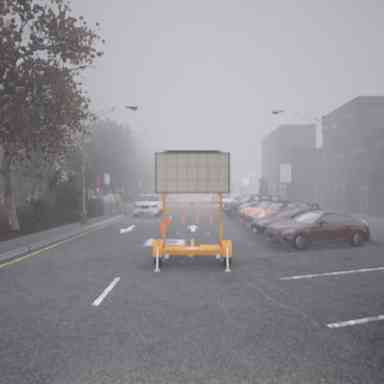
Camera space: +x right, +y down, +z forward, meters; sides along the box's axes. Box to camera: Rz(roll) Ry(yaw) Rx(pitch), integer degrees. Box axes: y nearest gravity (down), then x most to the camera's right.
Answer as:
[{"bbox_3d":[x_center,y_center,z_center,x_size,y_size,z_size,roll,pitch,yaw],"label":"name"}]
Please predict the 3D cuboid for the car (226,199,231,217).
[{"bbox_3d":[5.387,1.516,26.052,4.674,1.452,2.002,1,0,-20],"label":"car"}]

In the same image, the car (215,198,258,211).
[{"bbox_3d":[5.452,1.525,41.047,4.792,1.488,2.163,1,0,-20],"label":"car"}]

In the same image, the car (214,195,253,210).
[{"bbox_3d":[5.463,1.376,44.061,4.553,1.767,2.185,1,0,-20],"label":"car"}]

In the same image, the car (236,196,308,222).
[{"bbox_3d":[5.392,1.349,20.054,4.553,1.767,2.185,1,0,-20],"label":"car"}]

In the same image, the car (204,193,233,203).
[{"bbox_3d":[5.611,1.330,71.120,5.566,2.045,2.435,1,0,-20],"label":"car"}]

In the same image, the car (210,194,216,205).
[{"bbox_3d":[5.437,1.238,38.047,5.566,2.045,2.435,1,0,-20],"label":"car"}]

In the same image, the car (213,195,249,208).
[{"bbox_3d":[5.480,1.384,47.062,4.553,1.767,2.185,1,0,-20],"label":"car"}]

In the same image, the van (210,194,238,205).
[{"bbox_3d":[5.675,1.320,59.127,4.442,1.987,1.878,1,0,-20],"label":"van"}]

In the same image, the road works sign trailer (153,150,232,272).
[{"bbox_3d":[0.018,0.456,10.776,2.380,3.560,2.880,0,0,0],"label":"road works sign trailer"}]

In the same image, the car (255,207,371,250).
[{"bbox_3d":[5.336,1.516,14.043,4.674,1.452,2.002,1,0,-20],"label":"car"}]

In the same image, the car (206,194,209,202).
[{"bbox_3d":[5.545,1.535,56.082,5.008,1.535,2.097,1,0,-20],"label":"car"}]

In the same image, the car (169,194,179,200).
[{"bbox_3d":[-3.813,1.182,71.825,2.097,1.767,4.553,0,0,0],"label":"car"}]

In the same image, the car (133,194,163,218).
[{"bbox_3d":[-3.942,1.214,30.501,2.150,2.045,5.566,0,0,0],"label":"car"}]

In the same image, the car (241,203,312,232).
[{"bbox_3d":[5.318,1.503,17.035,4.792,1.488,2.163,1,0,-20],"label":"car"}]

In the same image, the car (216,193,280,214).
[{"bbox_3d":[5.397,1.227,29.031,5.566,2.045,2.435,1,0,-20],"label":"car"}]

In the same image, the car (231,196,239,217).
[{"bbox_3d":[5.407,1.350,23.056,4.553,1.767,2.185,1,0,-20],"label":"car"}]

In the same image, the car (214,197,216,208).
[{"bbox_3d":[5.251,1.476,31.989,5.366,1.575,1.946,1,0,-20],"label":"car"}]

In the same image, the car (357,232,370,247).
[{"bbox_3d":[5.317,1.483,5.042,4.892,1.521,2.231,1,0,-20],"label":"car"}]

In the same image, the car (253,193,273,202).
[{"bbox_3d":[18.624,1.389,87.074,2.435,2.045,5.566,0,1,-21],"label":"car"}]

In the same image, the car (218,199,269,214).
[{"bbox_3d":[5.414,1.515,35.046,4.792,1.488,2.163,1,0,-20],"label":"car"}]
